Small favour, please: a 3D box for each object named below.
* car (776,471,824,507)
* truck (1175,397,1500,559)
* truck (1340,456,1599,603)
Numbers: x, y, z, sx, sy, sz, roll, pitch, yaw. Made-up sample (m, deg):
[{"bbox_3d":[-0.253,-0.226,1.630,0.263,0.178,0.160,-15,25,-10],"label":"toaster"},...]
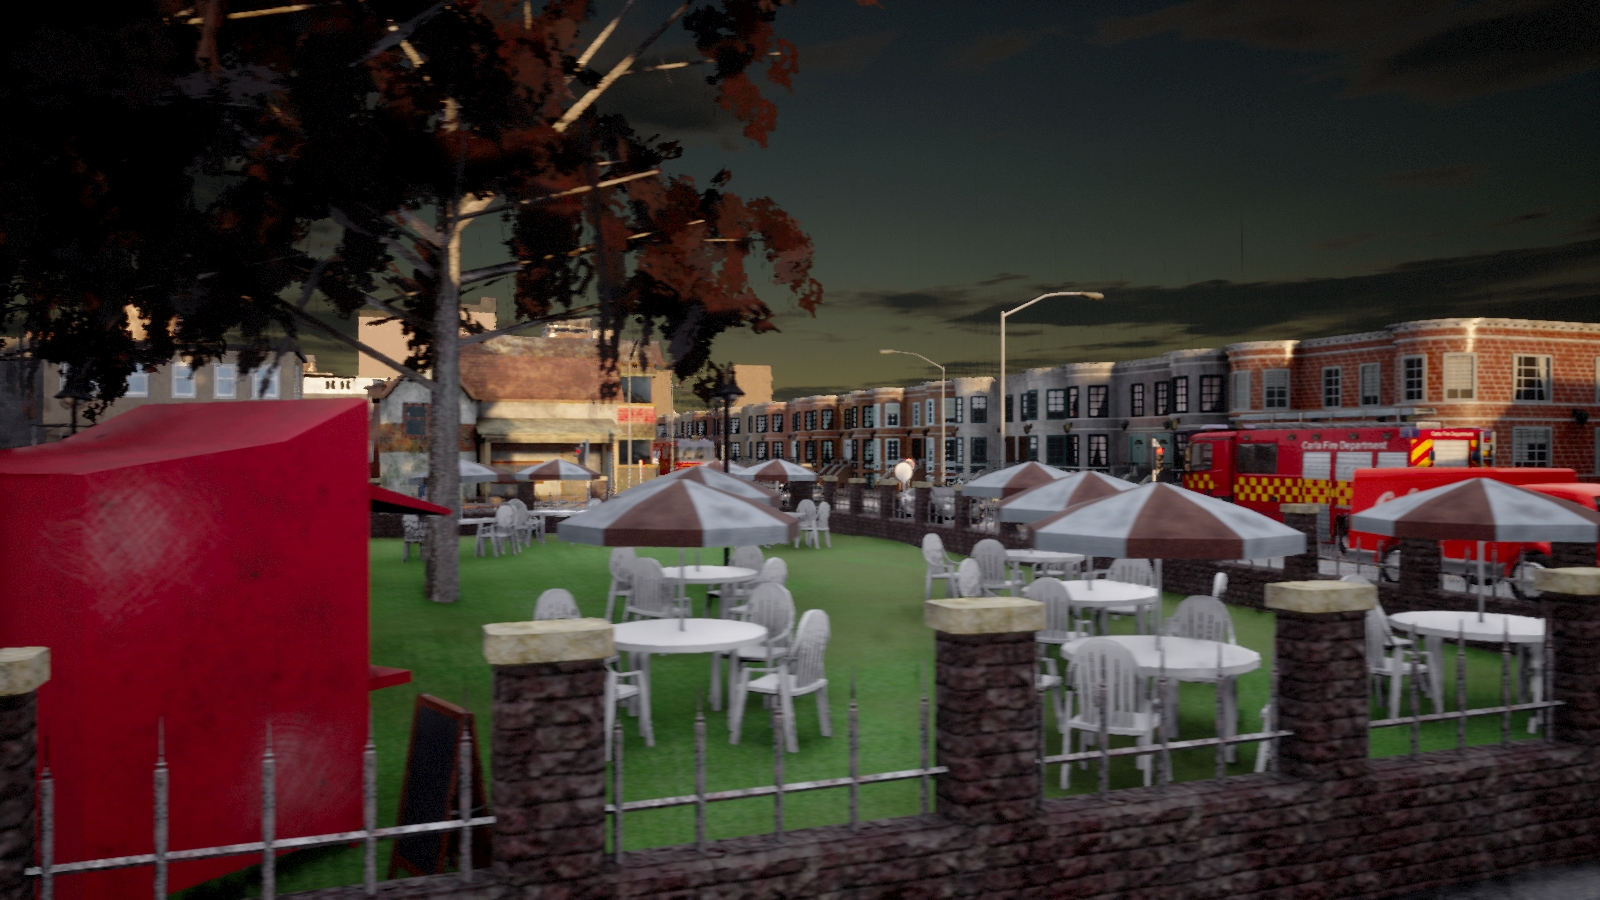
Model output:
[{"bbox_3d":[-0.047,1.817,54.985,2.038,1.542,4.974,0,0,-3],"label":"car"},{"bbox_3d":[14.337,0.670,31.500,2.891,3.827,8.468,0,0,-21],"label":"truck"},{"bbox_3d":[13.519,1.351,22.094,2.627,2.467,5.204,0,0,-20],"label":"truck"}]
